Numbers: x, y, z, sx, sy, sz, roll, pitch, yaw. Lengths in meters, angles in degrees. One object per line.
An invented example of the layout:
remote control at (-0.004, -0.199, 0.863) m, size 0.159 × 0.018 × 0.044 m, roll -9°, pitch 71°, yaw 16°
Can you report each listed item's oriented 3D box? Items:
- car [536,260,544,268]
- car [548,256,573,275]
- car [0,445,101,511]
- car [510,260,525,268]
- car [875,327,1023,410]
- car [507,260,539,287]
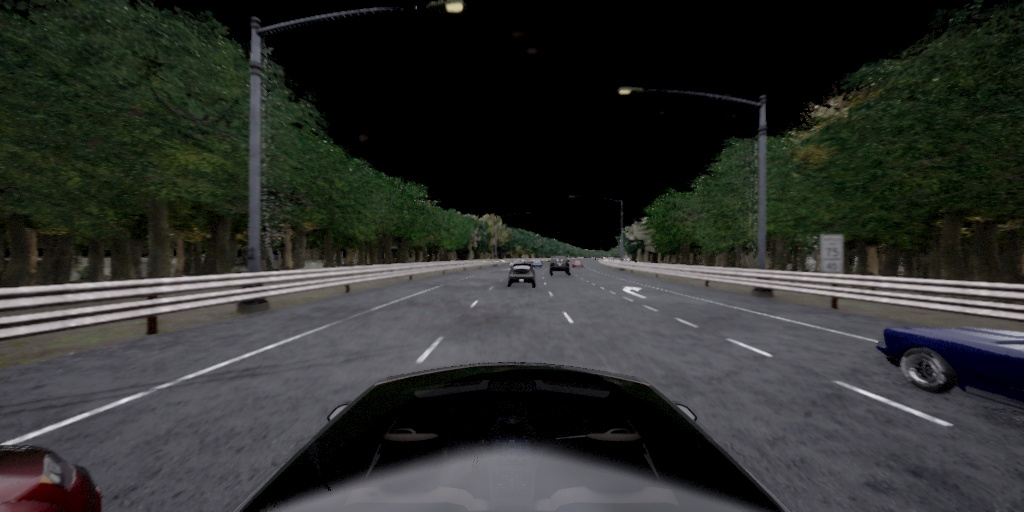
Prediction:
car at (4.700, 1.389, 64.815) m, size 2.033 × 1.411 × 5.357 m, roll 0°, pitch 0°, yaw 9°
car at (5.279, 1.032, 40.127) m, size 2.150 × 2.045 × 5.566 m, roll 0°, pitch 0°, yaw 6°
car at (-3.414, 1.292, 0.331) m, size 1.994 × 1.385 × 4.181 m, roll 0°, pitch 0°, yaw 0°
car at (1.020, 1.420, 64.123) m, size 1.895 × 1.301 × 4.718 m, roll 0°, pitch 0°, yaw 9°
car at (7.068, 1.395, 3.858) m, size 1.895 × 1.301 × 4.718 m, roll 0°, pitch 0°, yaw 0°
car at (0.723, 1.274, 24.938) m, size 1.837 × 1.490 × 4.892 m, roll 0°, pitch 0°, yaw 3°
